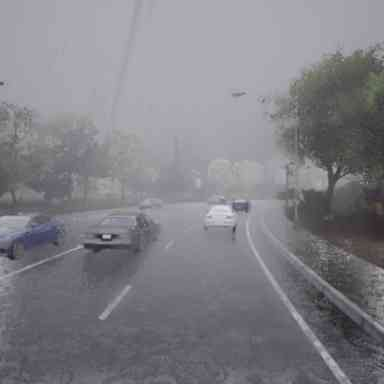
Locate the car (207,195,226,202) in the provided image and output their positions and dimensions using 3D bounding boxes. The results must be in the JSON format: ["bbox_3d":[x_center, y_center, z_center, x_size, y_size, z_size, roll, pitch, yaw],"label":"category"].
[{"bbox_3d":[4.163,1.392,55.593,2.097,1.767,4.553,0,0,22],"label":"car"}]

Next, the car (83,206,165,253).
[{"bbox_3d":[-2.604,1.546,13.656,2.033,1.411,5.357,0,0,6],"label":"car"}]

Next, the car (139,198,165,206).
[{"bbox_3d":[-4.792,1.502,40.296,1.837,1.490,4.892,0,-1,16],"label":"car"}]

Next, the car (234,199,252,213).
[{"bbox_3d":[5.709,1.523,38.201,1.882,1.535,5.008,0,0,16],"label":"car"}]

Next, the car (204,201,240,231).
[{"bbox_3d":[1.834,1.545,20.515,1.812,1.442,4.674,0,0,9],"label":"car"}]

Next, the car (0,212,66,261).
[{"bbox_3d":[-6.407,1.510,12.487,1.812,1.442,4.674,0,0,6],"label":"car"}]
